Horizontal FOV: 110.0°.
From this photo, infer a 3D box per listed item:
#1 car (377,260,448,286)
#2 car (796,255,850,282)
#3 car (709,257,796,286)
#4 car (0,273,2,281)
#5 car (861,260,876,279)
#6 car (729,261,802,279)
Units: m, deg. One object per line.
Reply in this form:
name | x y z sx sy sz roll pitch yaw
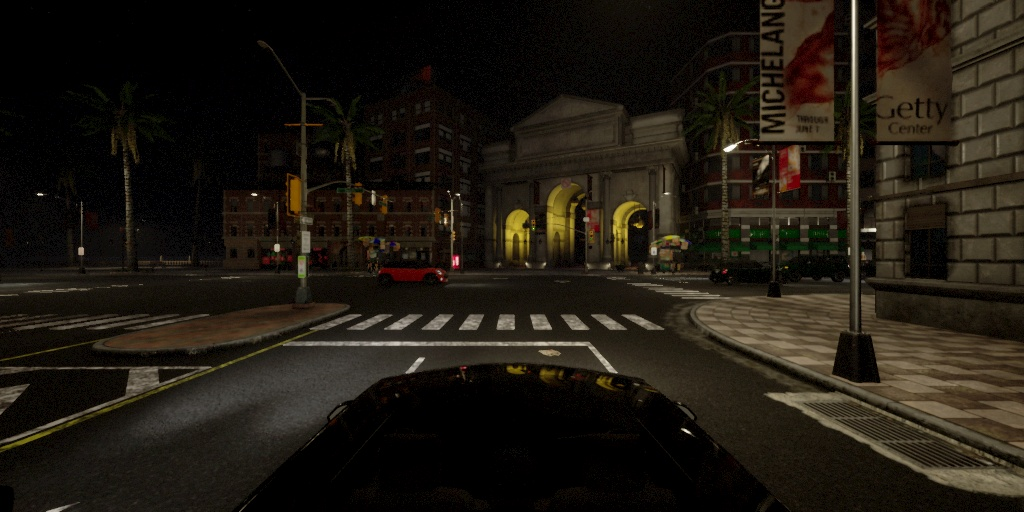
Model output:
car | -6.762 1.102 24.731 4.553 1.767 2.097 0 0 0
car | 23.289 0.971 28.228 5.566 2.045 2.150 0 0 0
car | 16.168 1.102 24.583 4.553 1.767 2.097 0 0 0
car | -38.840 1.102 24.937 4.553 1.767 2.097 0 0 0
car | 31.291 1.102 31.558 4.553 1.767 2.097 0 0 2
car | 22.314 1.241 31.724 4.902 1.511 2.128 0 0 0
